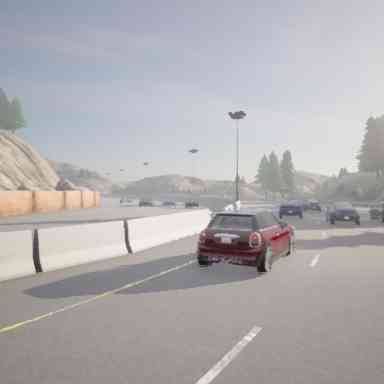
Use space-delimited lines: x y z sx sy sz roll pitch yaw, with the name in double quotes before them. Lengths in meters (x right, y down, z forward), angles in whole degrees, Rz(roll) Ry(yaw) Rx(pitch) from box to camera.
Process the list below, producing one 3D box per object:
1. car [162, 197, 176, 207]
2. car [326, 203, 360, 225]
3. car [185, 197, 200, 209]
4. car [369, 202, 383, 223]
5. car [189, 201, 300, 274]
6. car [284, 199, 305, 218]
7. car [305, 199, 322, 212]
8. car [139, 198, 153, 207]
"car" -3.524 1.521 51.799 1.812 1.442 4.674 0 0 -3
"car" 10.905 1.520 24.212 1.812 1.442 4.674 0 0 17
"car" 0.030 1.472 46.442 1.882 1.535 5.008 0 0 0
"car" 14.688 1.497 24.826 1.837 1.490 4.892 0 0 15
"car" 1.959 1.350 11.022 2.097 1.767 4.553 0 0 28
"car" 8.771 1.472 29.998 1.882 1.535 5.008 0 0 13
"car" 13.654 1.517 38.744 1.812 1.442 4.674 0 0 6
"car" -6.989 1.561 50.928 1.994 1.385 4.181 0 0 -3
